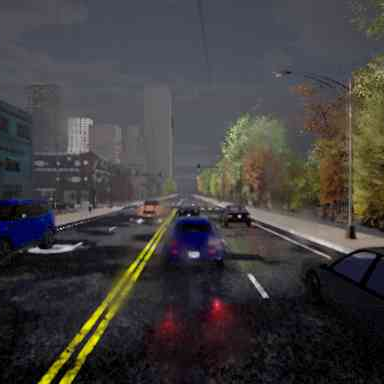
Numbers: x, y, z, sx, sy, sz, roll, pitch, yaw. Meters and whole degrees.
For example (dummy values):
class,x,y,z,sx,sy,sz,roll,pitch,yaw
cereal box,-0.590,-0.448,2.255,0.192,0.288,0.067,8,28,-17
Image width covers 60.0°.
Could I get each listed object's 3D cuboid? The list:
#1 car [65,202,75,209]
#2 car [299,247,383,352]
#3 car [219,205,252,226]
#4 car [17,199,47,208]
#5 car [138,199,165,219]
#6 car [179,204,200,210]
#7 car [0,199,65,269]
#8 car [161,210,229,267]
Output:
class,x,y,z,sx,sy,sz,roll,pitch,yaw
car,-20.693,2.044,52.266,4.313,1.339,1.947,-1,1,-1
car,3.336,1.569,5.057,2.033,1.411,5.357,0,0,0
car,3.075,1.651,24.329,2.033,1.411,5.357,0,0,-1
car,-29.165,2.078,60.640,4.403,1.369,2.008,-1,1,-1
car,-3.722,1.484,30.960,2.097,1.767,4.553,0,0,-1
car,-0.283,1.732,30.857,1.895,1.301,4.718,0,0,-1
car,-6.675,1.274,11.651,2.150,2.045,5.566,0,0,-1
car,0.030,1.575,11.498,1.812,1.442,4.674,0,0,-1
